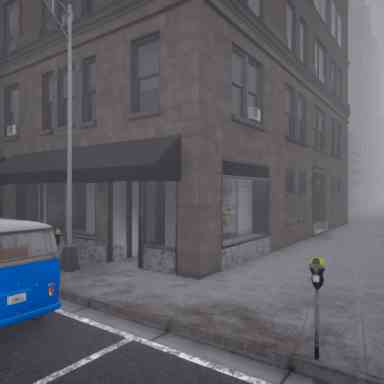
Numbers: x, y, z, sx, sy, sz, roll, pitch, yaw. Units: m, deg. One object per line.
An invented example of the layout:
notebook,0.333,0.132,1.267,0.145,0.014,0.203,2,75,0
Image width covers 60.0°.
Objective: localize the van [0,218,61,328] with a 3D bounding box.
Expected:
van,-4.088,1.340,5.994,3.998,1.788,1.690,0,0,35
